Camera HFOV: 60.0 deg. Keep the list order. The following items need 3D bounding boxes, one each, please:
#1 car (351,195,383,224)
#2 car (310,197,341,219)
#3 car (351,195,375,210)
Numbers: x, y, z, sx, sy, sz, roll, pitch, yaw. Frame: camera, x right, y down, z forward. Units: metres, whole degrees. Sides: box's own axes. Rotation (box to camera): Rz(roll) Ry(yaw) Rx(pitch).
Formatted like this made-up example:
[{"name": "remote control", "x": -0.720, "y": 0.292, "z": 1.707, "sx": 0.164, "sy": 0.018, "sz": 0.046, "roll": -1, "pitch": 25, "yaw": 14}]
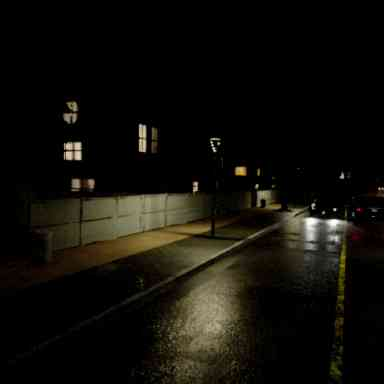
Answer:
[{"name": "car", "x": 11.200, "y": 1.032, "z": 20.679, "sx": 2.097, "sy": 1.767, "sz": 4.553, "roll": 2, "pitch": 2, "yaw": 25}, {"name": "car", "x": 9.805, "y": 1.072, "z": 24.360, "sx": 1.812, "sy": 1.442, "sz": 4.674, "roll": 2, "pitch": 2, "yaw": 25}, {"name": "car", "x": 17.725, "y": 1.038, "z": 34.596, "sx": 1.994, "sy": 1.385, "sz": 4.181, "roll": 2, "pitch": 2, "yaw": 25}]
